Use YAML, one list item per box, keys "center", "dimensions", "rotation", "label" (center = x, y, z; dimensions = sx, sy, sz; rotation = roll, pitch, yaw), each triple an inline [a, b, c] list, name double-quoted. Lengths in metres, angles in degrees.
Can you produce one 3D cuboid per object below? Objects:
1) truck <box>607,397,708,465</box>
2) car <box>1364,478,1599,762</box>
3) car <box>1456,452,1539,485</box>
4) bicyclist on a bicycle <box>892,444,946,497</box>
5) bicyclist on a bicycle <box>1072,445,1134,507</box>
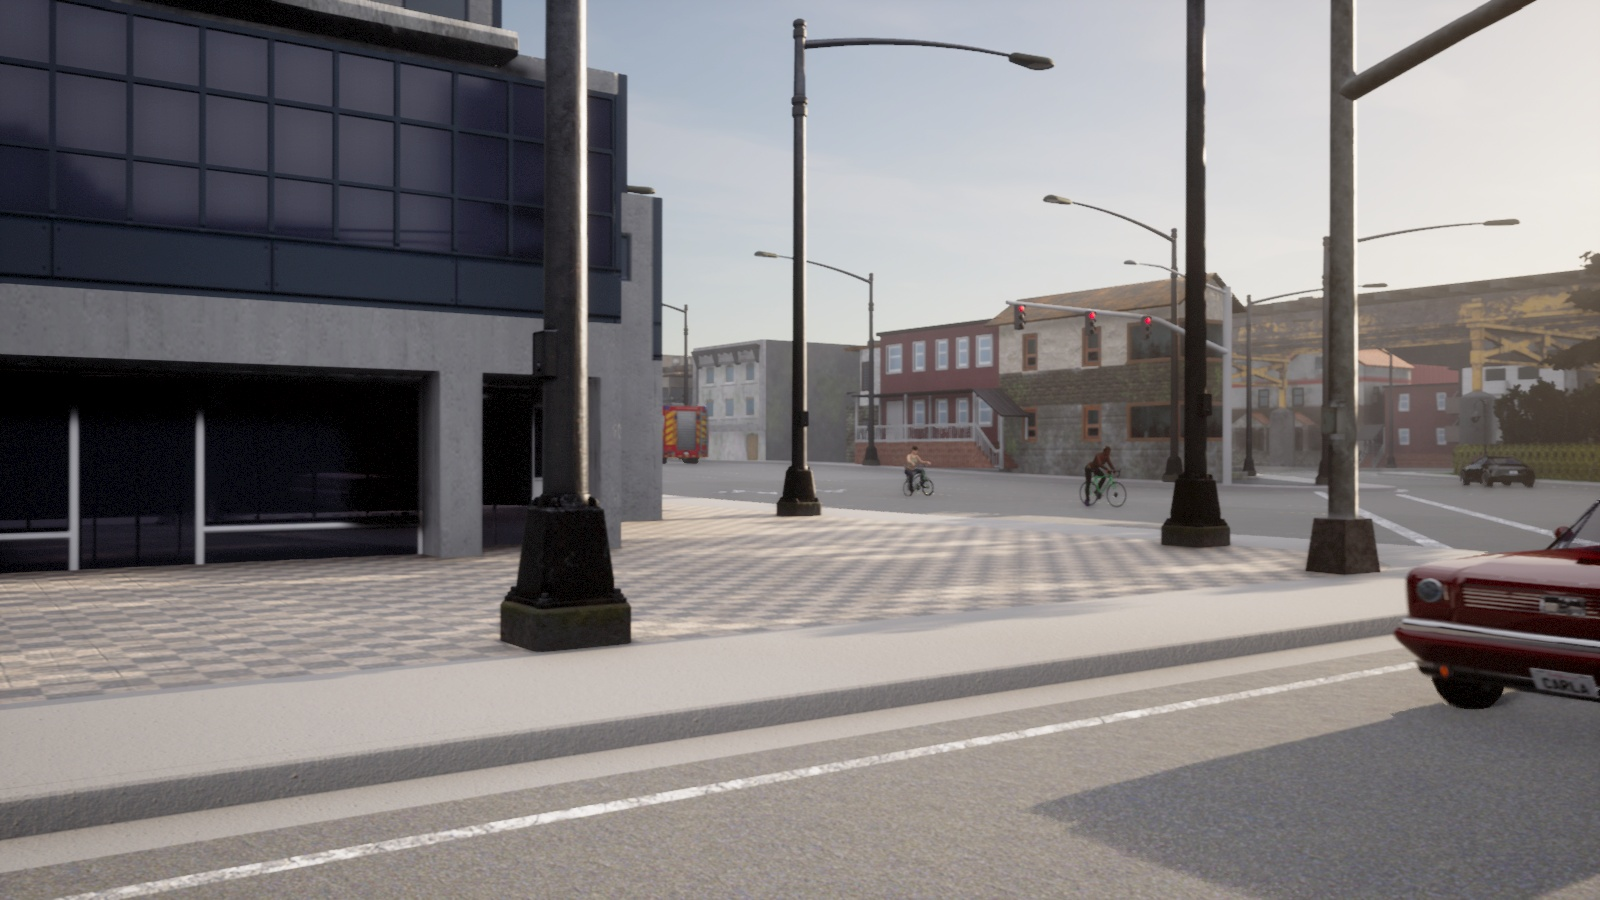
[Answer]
- center: [-8.710, -1.083, 75.538]
  dimensions: [2.891, 3.827, 8.468]
  rotation: [0, 0, -30]
  label: "truck"
- center: [5.620, 0.840, 7.561]
  dimensions: [4.718, 1.301, 1.895]
  rotation: [0, 0, -35]
  label: "car"
- center: [31.217, 0.804, 56.362]
  dimensions: [1.994, 1.385, 4.181]
  rotation: [0, 0, 10]
  label: "car"
- center: [3.745, 0.649, 39.684]
  dimensions: [0.866, 1.612, 1.509]
  rotation: [0, -3, -35]
  label: "bicyclist on a bicycle"
- center: [8.085, 0.682, 33.569]
  dimensions: [0.582, 1.620, 1.656]
  rotation: [0, 0, -34]
  label: "bicyclist on a bicycle"
